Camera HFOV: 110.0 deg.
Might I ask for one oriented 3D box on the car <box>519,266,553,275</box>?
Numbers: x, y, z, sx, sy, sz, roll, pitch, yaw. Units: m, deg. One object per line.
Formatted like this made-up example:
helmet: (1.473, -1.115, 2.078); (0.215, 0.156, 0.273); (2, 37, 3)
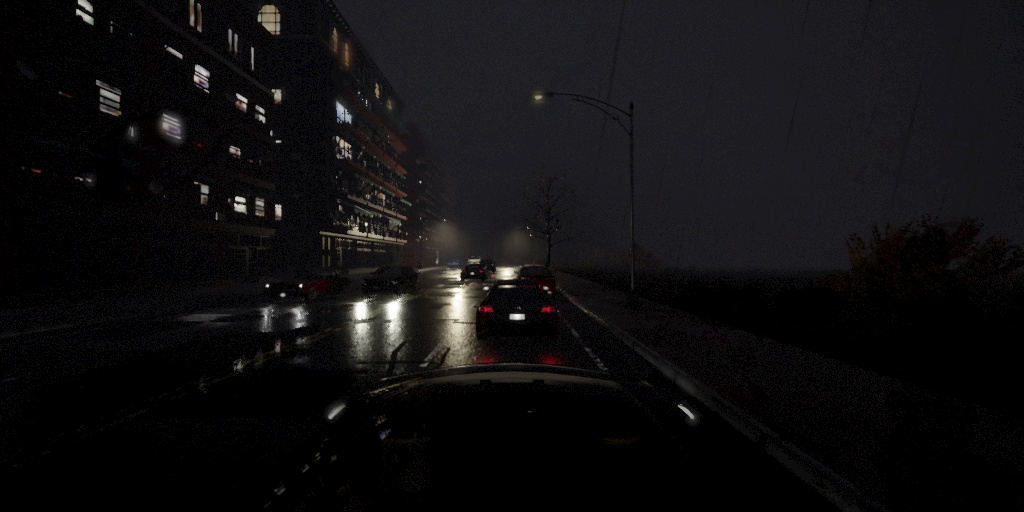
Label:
car: (1.162, 1.246, 18.898); (1.882, 1.535, 5.008); (0, 0, 0)

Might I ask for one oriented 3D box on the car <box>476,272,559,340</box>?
car: (0.113, 1.323, 9.978); (1.994, 1.385, 4.181); (0, 0, 0)

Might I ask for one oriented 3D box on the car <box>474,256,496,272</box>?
car: (-3.088, 1.144, 44.806); (2.097, 1.767, 4.553); (0, 0, 1)

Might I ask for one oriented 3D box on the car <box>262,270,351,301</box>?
car: (-9.827, 1.368, 17.607); (1.895, 1.301, 4.718); (0, 0, 0)

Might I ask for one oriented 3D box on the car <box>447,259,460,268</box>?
car: (-9.733, 1.283, 60.864); (1.882, 1.535, 5.008); (0, 0, 0)

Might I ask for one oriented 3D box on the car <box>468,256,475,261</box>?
car: (-6.467, 1.029, 63.097); (2.150, 2.045, 5.566); (0, 0, 1)

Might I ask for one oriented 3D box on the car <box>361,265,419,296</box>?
car: (-6.574, 1.247, 19.826); (1.882, 1.535, 5.008); (0, 0, 0)

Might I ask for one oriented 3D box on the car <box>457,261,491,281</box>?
car: (-3.108, 1.342, 30.059); (1.994, 1.385, 4.181); (0, 0, 0)
